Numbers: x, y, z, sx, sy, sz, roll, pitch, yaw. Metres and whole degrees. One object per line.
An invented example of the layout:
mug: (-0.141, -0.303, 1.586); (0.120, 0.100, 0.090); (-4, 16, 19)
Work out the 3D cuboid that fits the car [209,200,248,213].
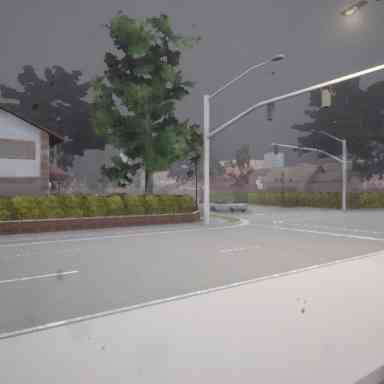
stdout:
car: (3.869, 1.510, 36.329); (1.895, 1.301, 4.718); (0, 0, -36)
